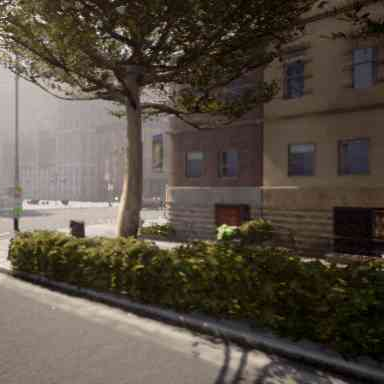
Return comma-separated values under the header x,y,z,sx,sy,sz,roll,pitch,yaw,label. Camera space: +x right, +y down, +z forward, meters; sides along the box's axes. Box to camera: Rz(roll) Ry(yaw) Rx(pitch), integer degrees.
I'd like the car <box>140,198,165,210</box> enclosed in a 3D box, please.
x,y,z,sx,sy,sz,roll,pitch,yaw,label
-5.811,1.406,39.245,1.812,1.442,4.674,0,0,44,car

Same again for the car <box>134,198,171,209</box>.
x,y,z,sx,sy,sz,roll,pitch,yaw,label
-5.256,1.469,44.707,4.718,1.301,1.895,0,0,-41,car
